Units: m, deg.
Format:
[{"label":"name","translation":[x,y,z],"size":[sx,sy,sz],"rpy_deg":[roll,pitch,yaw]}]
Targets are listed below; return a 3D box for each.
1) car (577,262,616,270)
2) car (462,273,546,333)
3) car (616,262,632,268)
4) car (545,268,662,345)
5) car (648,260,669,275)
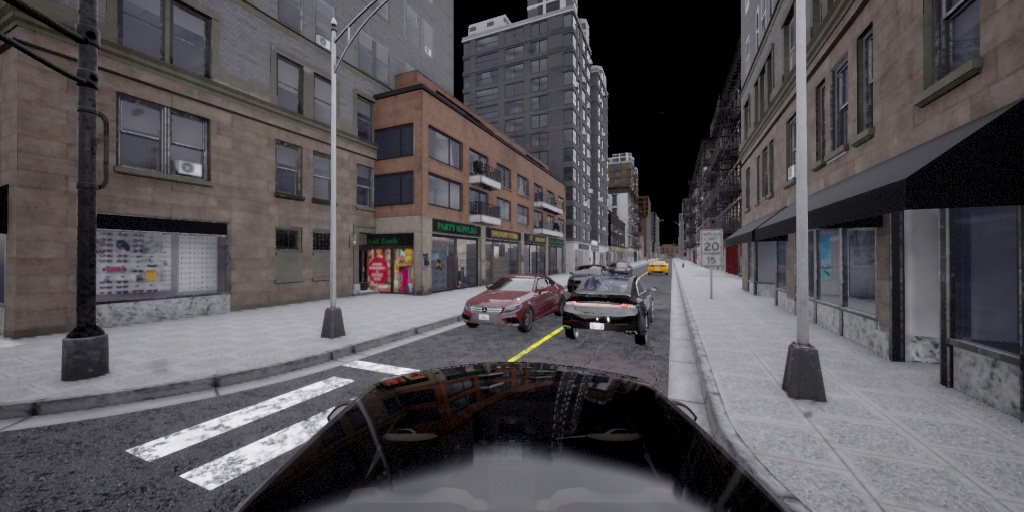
[{"label":"car","translation":[4.558,1.269,20.673],"size":[1.837,1.490,4.892],"rpy_deg":[0,0,24]},{"label":"car","translation":[0.304,1.288,11.169],"size":[1.812,1.442,4.674],"rpy_deg":[0,0,26]},{"label":"car","translation":[9.547,1.240,31.796],"size":[1.882,1.535,5.008],"rpy_deg":[0,0,24]},{"label":"car","translation":[2.754,1.245,9.663],"size":[2.128,1.511,4.902],"rpy_deg":[0,0,24]},{"label":"car","translation":[15.913,1.226,38.932],"size":[1.882,1.535,5.008],"rpy_deg":[0,0,24]}]
